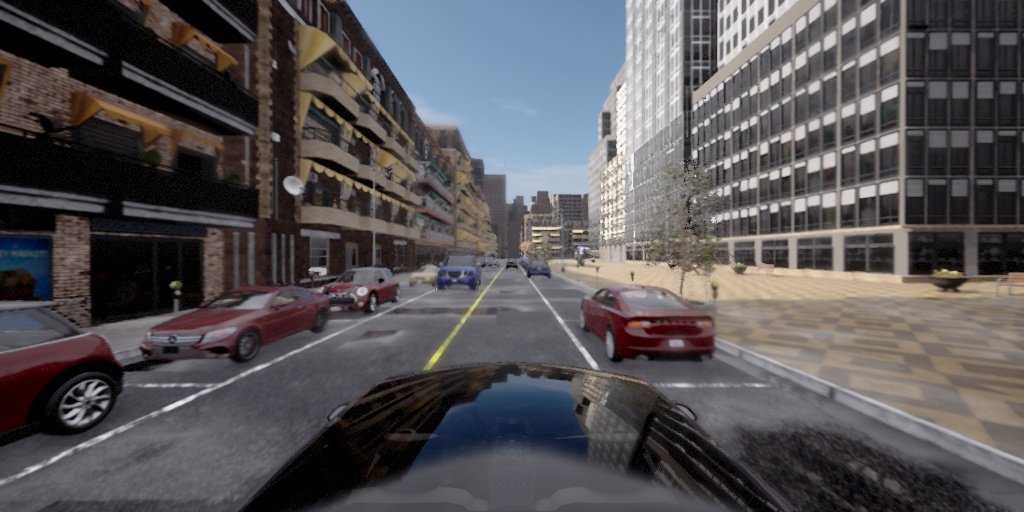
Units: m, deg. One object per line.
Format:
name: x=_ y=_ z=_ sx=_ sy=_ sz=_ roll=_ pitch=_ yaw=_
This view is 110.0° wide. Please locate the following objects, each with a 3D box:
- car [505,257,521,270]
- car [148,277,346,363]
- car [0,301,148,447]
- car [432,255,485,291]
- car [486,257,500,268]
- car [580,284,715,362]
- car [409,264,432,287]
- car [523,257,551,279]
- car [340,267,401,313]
car: x=-0.005 y=1.258 z=53.412 sx=1.837 sy=1.490 sz=4.892 roll=0 pitch=0 yaw=0
car: x=-5.693 y=1.329 z=8.080 sx=1.802 sy=1.307 sz=4.207 roll=0 pitch=0 yaw=0
car: x=-5.692 y=1.189 z=2.553 sx=1.967 sy=1.591 sz=4.097 roll=0 pitch=0 yaw=0
car: x=-3.100 y=0.964 z=22.068 sx=2.150 sy=2.045 sz=5.566 roll=0 pitch=0 yaw=0
car: x=-3.036 y=1.306 z=62.295 sx=2.033 sy=1.411 sz=5.357 roll=0 pitch=0 yaw=1
car: x=2.687 y=1.292 z=8.081 sx=1.888 sy=1.381 sz=4.507 roll=0 pitch=0 yaw=0
car: x=-5.696 y=1.267 z=24.489 sx=1.751 sy=1.417 sz=4.829 roll=0 pitch=0 yaw=0
car: x=2.380 y=1.095 z=33.154 sx=2.097 sy=1.767 sz=4.553 roll=0 pitch=0 yaw=0
car: x=-5.695 y=1.184 z=13.606 sx=1.967 sy=1.591 sz=4.097 roll=0 pitch=0 yaw=0
